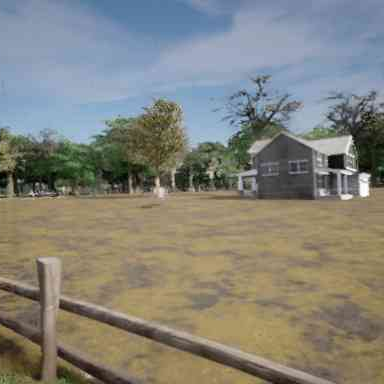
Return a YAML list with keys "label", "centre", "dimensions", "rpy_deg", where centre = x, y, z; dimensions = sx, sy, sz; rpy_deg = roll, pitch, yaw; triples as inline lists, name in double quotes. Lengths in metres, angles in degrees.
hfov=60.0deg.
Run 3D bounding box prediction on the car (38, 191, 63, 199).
- label: "car"
  centre: [-28.477, 0.554, 67.014]
  dimensions: [1.837, 1.490, 4.892]
  rpy_deg: [-3, 0, 35]
